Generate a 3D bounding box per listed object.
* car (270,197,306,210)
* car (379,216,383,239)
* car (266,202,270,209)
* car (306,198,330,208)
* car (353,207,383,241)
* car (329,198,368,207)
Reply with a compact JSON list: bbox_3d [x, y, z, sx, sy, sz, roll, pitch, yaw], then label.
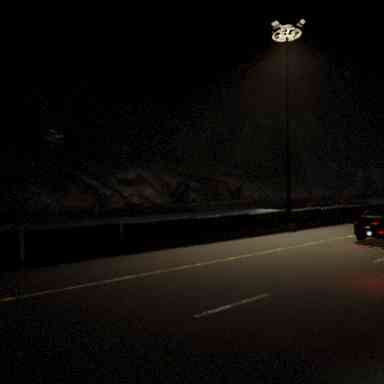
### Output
[{"bbox_3d":[12.153,1.439,40.182,5.008,1.535,1.882,-1,0,-38],"label":"car"},{"bbox_3d":[7.739,1.436,9.847,5.008,1.535,1.882,-1,0,-38],"label":"car"},{"bbox_3d":[11.839,1.496,44.372,4.674,1.442,1.812,-1,0,-38],"label":"car"},{"bbox_3d":[16.021,1.414,38.763,5.357,1.411,2.033,-2,0,-38],"label":"car"},{"bbox_3d":[9.408,1.462,15.581,4.892,1.490,1.837,-1,0,-38],"label":"car"},{"bbox_3d":[16.823,1.447,34.947,4.718,1.301,1.895,-1,0,-38],"label":"car"}]
